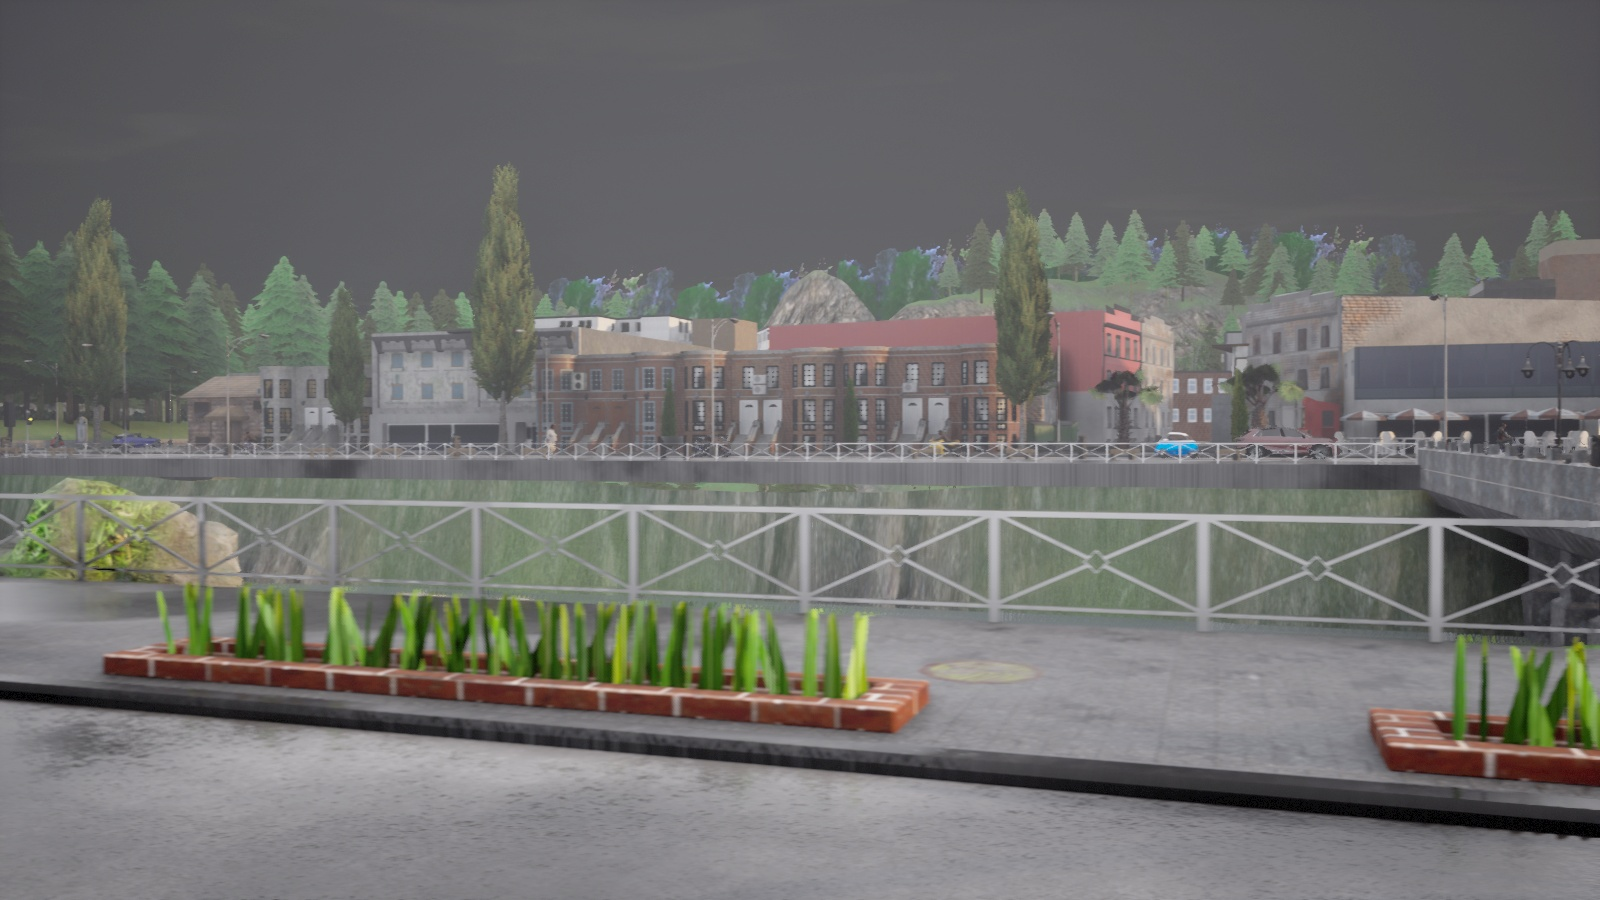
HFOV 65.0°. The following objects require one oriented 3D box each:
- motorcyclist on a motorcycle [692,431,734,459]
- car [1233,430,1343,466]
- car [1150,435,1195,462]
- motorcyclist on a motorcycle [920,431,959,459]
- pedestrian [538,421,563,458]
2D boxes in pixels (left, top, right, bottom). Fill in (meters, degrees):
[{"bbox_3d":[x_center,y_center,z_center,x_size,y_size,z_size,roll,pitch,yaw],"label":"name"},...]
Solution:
[{"bbox_3d":[-4.858,-0.284,70.415,2.191,1.530,0.866,1,1,19],"label":"motorcyclist on a motorcycle"},{"bbox_3d":[23.583,-0.129,60.854,4.856,1.649,2.033,1,1,19],"label":"car"},{"bbox_3d":[19.698,-0.108,66.380,2.207,1.376,1.481,1,1,19],"label":"car"},{"bbox_3d":[7.838,-0.289,70.366,2.044,1.523,0.797,1,1,19],"label":"motorcyclist on a motorcycle"},{"bbox_3d":[-12.731,-0.537,64.050,0.900,1.855,0.874,1,1,19],"label":"pedestrian"}]
